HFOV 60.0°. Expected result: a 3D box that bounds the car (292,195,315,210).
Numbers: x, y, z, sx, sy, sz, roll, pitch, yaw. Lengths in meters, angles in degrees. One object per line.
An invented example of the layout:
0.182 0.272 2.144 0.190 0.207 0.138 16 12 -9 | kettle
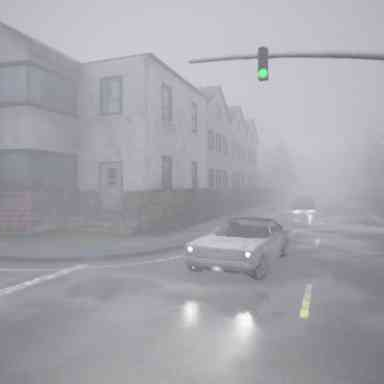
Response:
10.995 0.985 32.647 1.994 1.385 4.181 0 1 22 | car

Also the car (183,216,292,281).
1.559 1.437 9.660 1.895 1.301 4.718 0 1 27 | car
